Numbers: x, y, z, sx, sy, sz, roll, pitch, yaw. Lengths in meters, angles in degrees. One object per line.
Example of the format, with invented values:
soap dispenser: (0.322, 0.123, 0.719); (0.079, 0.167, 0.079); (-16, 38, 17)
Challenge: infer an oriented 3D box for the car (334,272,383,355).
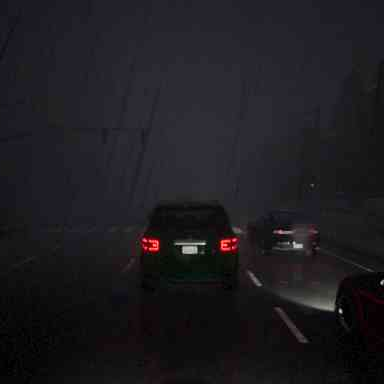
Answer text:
car: (3.428, 1.564, 4.003); (1.994, 1.385, 4.181); (0, 0, -1)

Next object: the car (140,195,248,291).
car: (-0.093, 1.221, 9.156); (2.150, 2.045, 5.566); (0, 0, -1)

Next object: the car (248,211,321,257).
car: (3.342, 1.492, 12.911); (2.128, 1.511, 4.902); (0, 0, 0)
